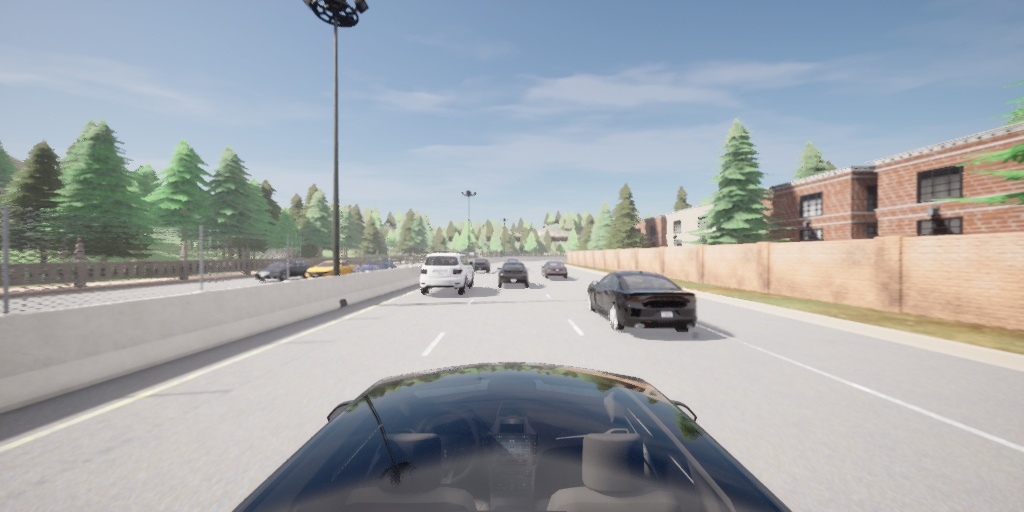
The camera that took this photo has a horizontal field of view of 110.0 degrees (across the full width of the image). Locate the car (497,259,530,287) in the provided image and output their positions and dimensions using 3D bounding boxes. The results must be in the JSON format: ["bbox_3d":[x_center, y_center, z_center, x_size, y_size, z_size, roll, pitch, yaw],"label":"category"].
[{"bbox_3d":[0.096,1.157,23.530,1.837,1.490,4.892,0,1,0],"label":"car"}]

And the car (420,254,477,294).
[{"bbox_3d":[-3.403,0.892,19.583,2.150,2.045,5.566,0,0,0],"label":"car"}]

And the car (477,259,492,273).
[{"bbox_3d":[-3.406,1.081,40.366,1.837,1.490,4.892,0,1,0],"label":"car"}]

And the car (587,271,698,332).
[{"bbox_3d":[3.598,1.186,10.797,1.882,1.535,5.008,0,0,0],"label":"car"}]

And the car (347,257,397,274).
[{"bbox_3d":[-10.600,0.983,27.937,2.097,1.767,4.553,0,0,0],"label":"car"}]

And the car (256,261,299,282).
[{"bbox_3d":[-17.600,1.123,27.893,2.128,1.511,4.902,0,0,0],"label":"car"}]

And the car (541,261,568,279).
[{"bbox_3d":[3.595,1.165,30.844,2.033,1.411,5.357,0,0,0],"label":"car"}]

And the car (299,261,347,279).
[{"bbox_3d":[-14.100,1.107,28.170,1.882,1.535,5.008,0,0,0],"label":"car"}]
